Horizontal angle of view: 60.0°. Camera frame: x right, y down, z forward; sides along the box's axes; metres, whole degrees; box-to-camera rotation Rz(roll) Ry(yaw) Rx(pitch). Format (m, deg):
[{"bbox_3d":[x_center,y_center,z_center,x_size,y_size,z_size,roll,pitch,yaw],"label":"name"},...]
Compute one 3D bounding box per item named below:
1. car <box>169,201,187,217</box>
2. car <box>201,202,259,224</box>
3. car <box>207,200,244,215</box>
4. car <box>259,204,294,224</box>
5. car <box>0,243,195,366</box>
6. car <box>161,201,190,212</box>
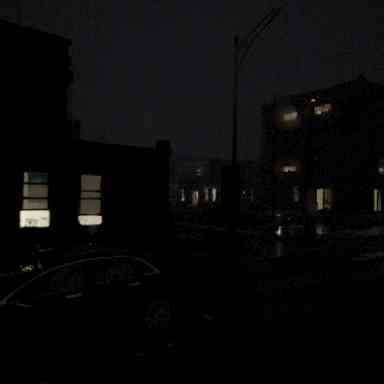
[{"bbox_3d":[-2.654,1.739,32.445,1.802,1.307,4.206,1,-1,-35],"label":"car"},{"bbox_3d":[2.508,1.625,25.071,1.887,1.381,4.507,1,-1,-35],"label":"car"},{"bbox_3d":[3.794,1.775,38.300,1.967,1.590,4.097,1,-1,-35],"label":"car"},{"bbox_3d":[5.542,1.648,25.490,1.812,1.442,4.674,1,-1,-35],"label":"car"},{"bbox_3d":[-1.994,1.552,5.121,4.403,1.369,2.008,0,1,-35],"label":"car"},{"bbox_3d":[-2.414,1.979,47.159,2.008,1.369,4.403,1,-1,-35],"label":"car"}]
